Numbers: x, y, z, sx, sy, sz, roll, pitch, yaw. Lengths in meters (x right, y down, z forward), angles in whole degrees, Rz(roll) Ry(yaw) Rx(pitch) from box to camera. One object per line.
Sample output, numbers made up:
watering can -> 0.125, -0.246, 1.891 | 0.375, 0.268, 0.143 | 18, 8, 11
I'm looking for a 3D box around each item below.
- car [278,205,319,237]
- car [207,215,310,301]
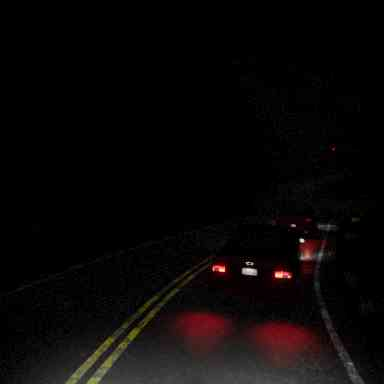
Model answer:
car -> 5.932, 1.487, 18.482 | 1.882, 1.535, 5.008 | 2, 1, 23
car -> 1.860, 1.549, 8.630 | 2.033, 1.411, 5.357 | 2, 0, 18
